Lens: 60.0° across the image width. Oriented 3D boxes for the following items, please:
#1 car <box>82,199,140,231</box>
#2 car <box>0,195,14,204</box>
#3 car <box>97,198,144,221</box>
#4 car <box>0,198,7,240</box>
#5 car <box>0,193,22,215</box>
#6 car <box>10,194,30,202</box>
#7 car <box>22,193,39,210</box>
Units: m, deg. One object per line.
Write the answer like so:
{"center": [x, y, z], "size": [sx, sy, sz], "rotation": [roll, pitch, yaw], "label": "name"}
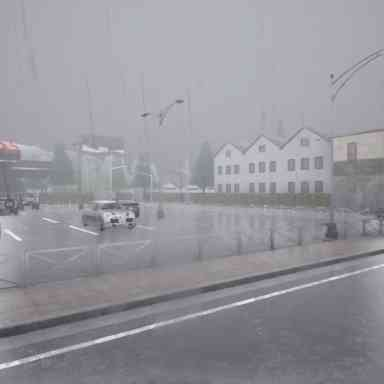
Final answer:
{"center": [-4.629, 1.248, 18.365], "size": [1.970, 1.475, 3.806], "rotation": [0, 0, -36], "label": "car"}
{"center": [-38.404, 1.495, 66.658], "size": [4.611, 1.667, 2.242], "rotation": [0, 0, -36], "label": "car"}
{"center": [-5.742, 1.313, 26.231], "size": [2.007, 1.523, 4.514], "rotation": [0, 0, -36], "label": "car"}
{"center": [-9.665, 1.169, 14.375], "size": [2.152, 1.636, 5.027], "rotation": [0, 0, -36], "label": "car"}
{"center": [-17.207, 1.113, 30.348], "size": [1.932, 1.855, 4.605], "rotation": [0, 0, -36], "label": "car"}
{"center": [-38.162, 1.328, 73.786], "size": [3.866, 1.878, 1.905], "rotation": [0, 0, -36], "label": "car"}
{"center": [-19.101, 1.092, 38.662], "size": [1.905, 1.878, 3.866], "rotation": [0, 0, -36], "label": "car"}
